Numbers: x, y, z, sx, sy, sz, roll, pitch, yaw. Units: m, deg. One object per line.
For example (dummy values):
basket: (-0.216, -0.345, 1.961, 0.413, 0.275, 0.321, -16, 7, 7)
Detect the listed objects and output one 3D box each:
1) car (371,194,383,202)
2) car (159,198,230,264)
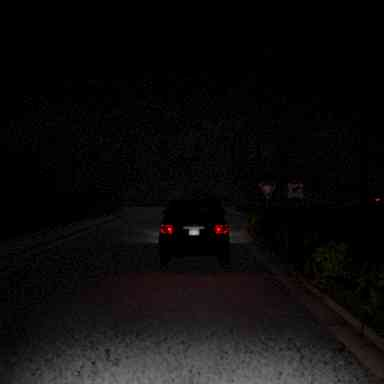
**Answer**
car: (27.862, 1.262, 46.254, 5.566, 2.045, 2.150, 0, 0, 1)
car: (0.078, 1.232, 11.989, 2.150, 2.045, 5.566, 0, 0, 0)
